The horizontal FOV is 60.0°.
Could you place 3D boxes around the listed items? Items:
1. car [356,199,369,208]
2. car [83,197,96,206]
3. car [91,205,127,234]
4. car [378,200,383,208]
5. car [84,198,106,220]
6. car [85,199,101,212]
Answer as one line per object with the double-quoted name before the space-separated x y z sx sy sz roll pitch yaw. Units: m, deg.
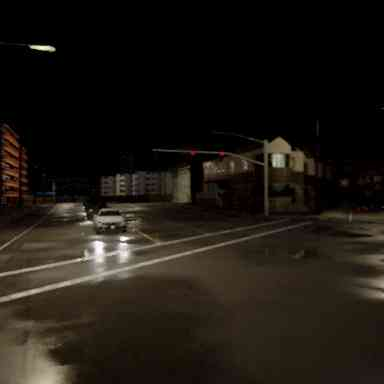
"car" 30.465 2.027 59.429 2.128 1.511 4.902 -1 -1 26
"car" -18.754 1.759 60.572 2.128 1.511 4.902 0 0 -19
"car" -5.450 1.840 21.935 1.812 1.442 4.674 0 -1 -19
"car" 33.618 2.030 57.908 2.033 1.411 5.357 -1 -1 26
"car" -9.199 1.758 32.765 2.097 1.767 4.553 0 0 -19
"car" -13.548 1.807 45.363 1.882 1.535 5.008 0 1 -19
